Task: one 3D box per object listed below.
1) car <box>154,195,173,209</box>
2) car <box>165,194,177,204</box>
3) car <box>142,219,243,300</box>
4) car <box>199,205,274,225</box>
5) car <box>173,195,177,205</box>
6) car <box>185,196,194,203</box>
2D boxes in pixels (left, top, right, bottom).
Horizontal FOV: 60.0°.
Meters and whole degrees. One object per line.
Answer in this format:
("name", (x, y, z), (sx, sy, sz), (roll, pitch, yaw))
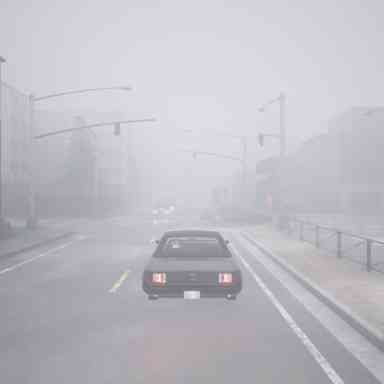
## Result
("car", (-3.903, 1.505, 44.338), (1.837, 1.490, 4.892), (0, 0, 0))
("car", (-3.989, 1.352, 63.771), (2.097, 1.767, 4.553), (0, 0, 0))
("car", (0.009, 1.601, 8.329), (1.895, 1.301, 4.718), (0, 0, 0))
("car", (3.214, 1.643, 24.669), (5.357, 1.411, 2.033), (1, 0, 0))
("car", (-3.959, 1.601, 53.603), (1.895, 1.301, 4.718), (0, 0, 0))
("car", (-0.458, 1.492, 66.611), (2.128, 1.511, 4.902), (0, 0, 0))
